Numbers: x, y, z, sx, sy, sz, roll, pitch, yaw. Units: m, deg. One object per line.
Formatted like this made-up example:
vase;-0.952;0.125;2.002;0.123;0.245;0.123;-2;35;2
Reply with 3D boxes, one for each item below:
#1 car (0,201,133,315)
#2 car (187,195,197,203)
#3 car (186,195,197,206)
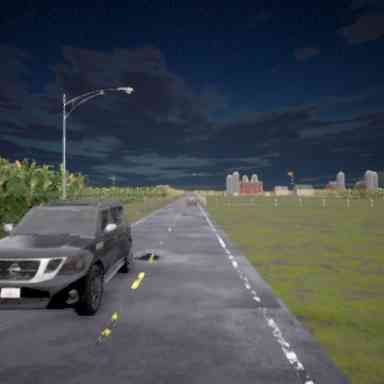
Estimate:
car;-2.847;1.256;7.979;2.150;2.045;5.566;0;-1;0
car;-0.062;1.438;69.874;2.097;1.767;4.553;0;0;0
car;-0.053;1.693;59.484;2.128;1.511;4.902;0;0;0
